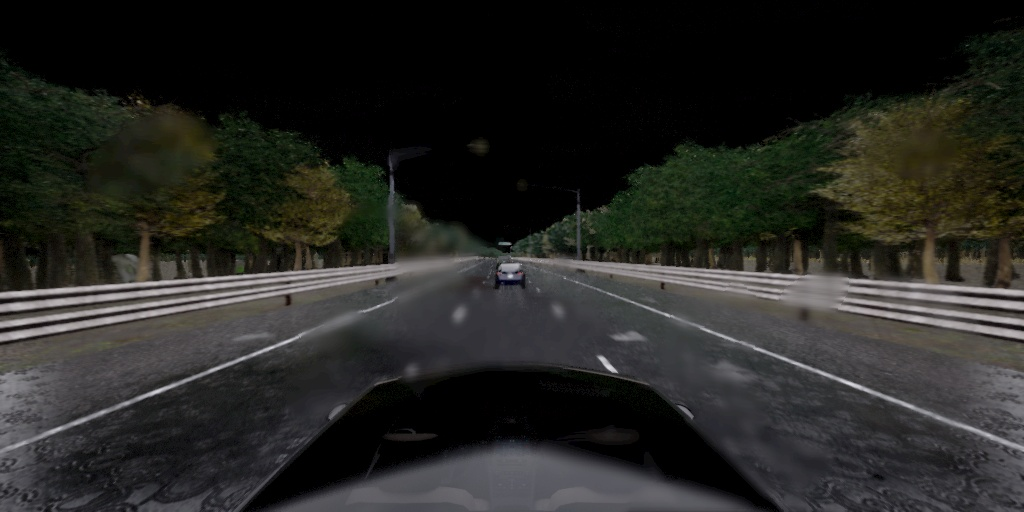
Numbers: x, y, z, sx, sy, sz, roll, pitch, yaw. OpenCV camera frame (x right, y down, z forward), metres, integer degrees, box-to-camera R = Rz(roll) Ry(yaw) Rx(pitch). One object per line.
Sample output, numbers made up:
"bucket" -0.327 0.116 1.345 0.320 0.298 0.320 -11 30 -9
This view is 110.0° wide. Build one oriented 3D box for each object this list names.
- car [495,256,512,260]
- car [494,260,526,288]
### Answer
"car" -1.174 0.977 51.675 2.150 2.045 5.566 0 0 -2
"car" -0.139 1.252 23.669 2.163 1.488 4.792 0 0 -1
